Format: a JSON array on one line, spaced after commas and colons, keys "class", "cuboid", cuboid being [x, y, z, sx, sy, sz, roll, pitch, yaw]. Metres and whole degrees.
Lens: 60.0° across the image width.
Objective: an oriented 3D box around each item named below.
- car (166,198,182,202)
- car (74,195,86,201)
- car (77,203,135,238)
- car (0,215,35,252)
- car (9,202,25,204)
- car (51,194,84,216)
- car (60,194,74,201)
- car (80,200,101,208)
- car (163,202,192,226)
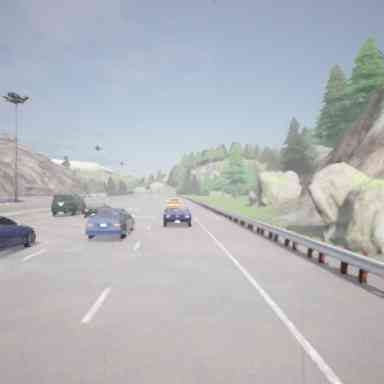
[{"class": "car", "cuboid": [-2.202, 1.485, 41.633, 1.882, 1.535, 5.008, 0, 0, -4]}, {"class": "car", "cuboid": [-29.854, 1.611, 89.061, 1.895, 1.301, 4.718, 0, 0, -4]}, {"class": "car", "cuboid": [-4.195, 1.558, 17.647, 2.033, 1.411, 5.357, 0, 0, -4]}, {"class": "car", "cuboid": [-7.388, 1.542, 11.994, 1.812, 1.442, 4.674, 0, 0, -3]}, {"class": "car", "cuboid": [-23.562, 1.617, 43.872, 1.994, 1.385, 4.181, 0, 0, -3]}, {"class": "car", "cuboid": [-12.187, 1.250, 33.163, 2.150, 2.045, 5.566, 0, 0, -4]}, {"class": "car", "cuboid": [-33.351, 1.378, 88.900, 2.097, 1.767, 4.553, 0, 0, -4]}, {"class": "car", "cuboid": [-8.519, 1.621, 30.626, 1.895, 1.301, 4.718, 0, 0, -4]}, {"class": "car", "cuboid": [-1.058, 1.605, 23.523, 1.895, 1.301, 4.718, 0, 0, -4]}]
